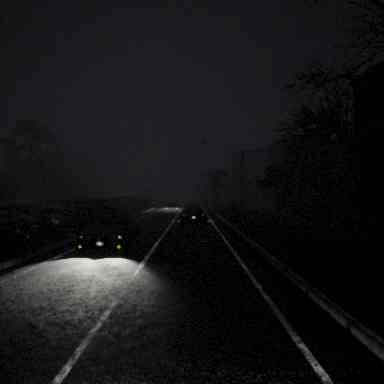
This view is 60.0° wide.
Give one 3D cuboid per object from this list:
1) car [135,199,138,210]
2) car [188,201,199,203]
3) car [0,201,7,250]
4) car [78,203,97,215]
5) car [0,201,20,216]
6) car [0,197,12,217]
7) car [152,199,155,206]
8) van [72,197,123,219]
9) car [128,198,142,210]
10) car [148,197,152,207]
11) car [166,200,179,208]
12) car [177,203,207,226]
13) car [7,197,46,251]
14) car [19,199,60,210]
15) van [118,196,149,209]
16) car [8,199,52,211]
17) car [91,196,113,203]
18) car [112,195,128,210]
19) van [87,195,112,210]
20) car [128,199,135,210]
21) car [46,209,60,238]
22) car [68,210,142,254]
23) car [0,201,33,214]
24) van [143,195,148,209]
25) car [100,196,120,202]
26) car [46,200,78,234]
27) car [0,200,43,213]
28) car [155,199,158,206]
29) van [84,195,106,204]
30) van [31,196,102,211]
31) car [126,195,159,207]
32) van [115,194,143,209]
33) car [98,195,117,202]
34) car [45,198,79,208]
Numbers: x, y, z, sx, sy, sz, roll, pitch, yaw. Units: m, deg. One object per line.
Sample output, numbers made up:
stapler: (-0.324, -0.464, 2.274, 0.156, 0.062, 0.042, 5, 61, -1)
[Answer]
car: (-8.914, 1.820, 37.624, 4.674, 1.452, 2.002, 0, 0, 0)
car: (0.142, 1.808, 41.812, 1.812, 1.442, 4.674, 0, 0, 0)
car: (-8.879, 1.305, 9.591, 5.566, 2.045, 2.435, 0, 0, 0)
car: (-8.905, 1.652, 20.802, 4.892, 1.521, 2.231, 0, 0, 0)
car: (-22.025, 1.806, 36.971, 4.792, 1.488, 2.163, 0, 0, 0)
car: (-21.967, 1.509, 34.198, 5.566, 2.045, 2.435, 0, 0, 0)
car: (-8.926, 1.853, 54.450, 4.674, 1.452, 2.002, 0, 0, 0)
van: (-9.032, 1.520, 32.015, 4.442, 1.987, 1.878, 0, 0, 0)
car: (-8.947, 1.823, 40.432, 4.792, 1.488, 2.163, 0, 0, 0)
car: (-8.916, 1.809, 48.844, 5.008, 1.535, 2.097, 0, 0, 0)
car: (-3.256, 1.923, 55.713, 1.895, 1.301, 4.718, 0, 0, 1)
car: (0.125, 1.759, 25.119, 1.994, 1.385, 4.181, 0, 0, 0)
car: (-8.880, 1.329, 12.395, 5.566, 2.045, 2.435, 0, 0, 0)
car: (-21.994, 1.810, 48.081, 4.892, 1.521, 2.231, 0, 0, 0)
van: (-9.039, 1.585, 51.647, 4.442, 1.987, 1.878, 0, 0, 0)
car: (-21.994, 1.805, 45.303, 5.008, 1.535, 2.097, 0, 0, 0)
car: (-22.007, 1.830, 81.388, 5.008, 1.535, 2.097, 0, 0, 0)
car: (-8.886, 1.471, 29.215, 5.566, 2.045, 2.435, 0, 0, 0)
van: (-9.030, 1.473, 26.410, 4.442, 1.987, 1.878, 0, 0, 0)
car: (-8.922, 1.764, 34.821, 4.892, 1.521, 2.231, 0, 0, 0)
car: (-8.906, 1.644, 15.195, 4.674, 1.452, 2.002, 0, 0, 0)
car: (-3.335, 1.679, 13.956, 1.994, 1.385, 4.181, 0, 0, 0)
car: (-21.968, 1.822, 39.754, 4.792, 1.488, 2.163, 0, 0, 0)
van: (-8.803, 1.581, 46.037, 4.442, 1.987, 1.878, 0, 0, 0)
car: (-22.021, 1.837, 89.714, 5.008, 1.535, 2.097, 0, 0, 0)
car: (-8.941, 1.502, 18.000, 4.553, 1.767, 2.185, 0, 0, 0)
car: (-22.183, 1.796, 42.526, 5.366, 1.575, 1.946, 0, 0, 0)
car: (-8.739, 1.811, 57.254, 5.366, 1.575, 1.946, 0, 0, 0)
van: (-22.127, 1.600, 75.836, 4.442, 1.987, 1.878, 0, 0, 0)
van: (-9.029, 1.449, 23.607, 4.442, 1.987, 1.878, 0, 0, 0)
car: (-8.897, 1.564, 60.058, 5.566, 2.045, 2.435, 0, 0, 0)
van: (-9.036, 1.574, 43.235, 4.442, 1.987, 1.878, 0, 0, 0)
car: (-22.046, 1.709, 86.939, 4.553, 1.767, 2.185, 0, 0, 0)
car: (-22.009, 1.814, 56.407, 5.008, 1.535, 2.097, 0, 0, 0)
